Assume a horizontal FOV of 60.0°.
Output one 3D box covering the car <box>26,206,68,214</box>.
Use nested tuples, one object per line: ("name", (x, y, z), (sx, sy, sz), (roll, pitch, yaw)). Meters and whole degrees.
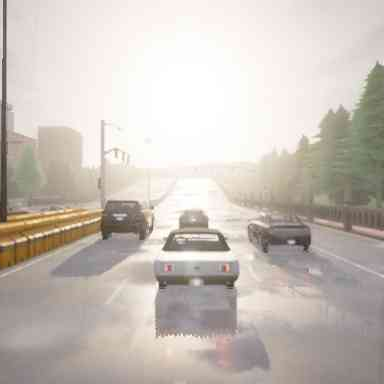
("car", (-10.489, 1.767, 25.460), (1.994, 1.385, 4.181), (0, 0, 0))

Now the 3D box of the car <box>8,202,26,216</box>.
("car", (-14.003, 1.543, 24.475), (2.097, 1.767, 4.553), (0, 0, 0))

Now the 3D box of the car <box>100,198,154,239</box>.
("car", (-3.389, 1.366, 18.293), (2.150, 2.045, 5.566), (0, 0, 0))

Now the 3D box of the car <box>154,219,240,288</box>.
("car", (0.105, 1.676, 9.403), (1.895, 1.301, 4.718), (0, 0, 0))

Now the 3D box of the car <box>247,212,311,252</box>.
("car", (3.608, 1.606, 14.469), (2.128, 1.511, 4.902), (0, 0, 0))

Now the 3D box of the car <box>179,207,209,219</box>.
("car", (0.111, 1.744, 22.882), (1.994, 1.385, 4.181), (0, 0, 0))
